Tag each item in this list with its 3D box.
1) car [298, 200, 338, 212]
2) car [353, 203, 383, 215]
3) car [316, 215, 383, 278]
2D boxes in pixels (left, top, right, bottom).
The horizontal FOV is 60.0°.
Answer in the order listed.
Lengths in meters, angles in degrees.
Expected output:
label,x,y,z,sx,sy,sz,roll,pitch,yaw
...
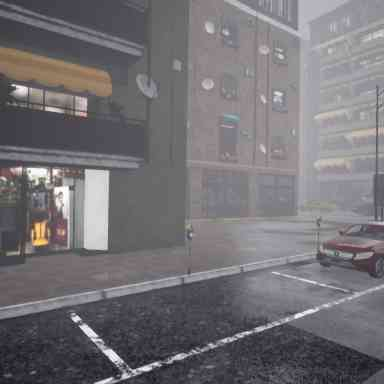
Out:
label,x,y,z,sx,sy,sz,roll,pitch,yaw
car,15.268,1.707,40.744,1.752,1.417,4.829,1,-1,-36
car,16.943,1.579,28.968,2.033,1.411,5.357,1,-1,-34
car,5.549,1.588,10.109,4.206,1.307,1.802,0,1,-36
